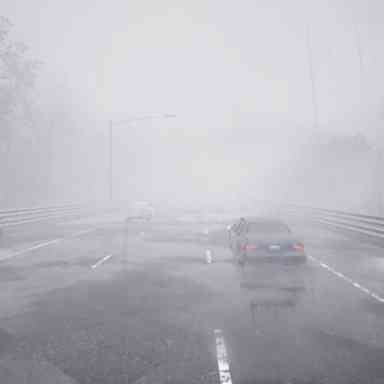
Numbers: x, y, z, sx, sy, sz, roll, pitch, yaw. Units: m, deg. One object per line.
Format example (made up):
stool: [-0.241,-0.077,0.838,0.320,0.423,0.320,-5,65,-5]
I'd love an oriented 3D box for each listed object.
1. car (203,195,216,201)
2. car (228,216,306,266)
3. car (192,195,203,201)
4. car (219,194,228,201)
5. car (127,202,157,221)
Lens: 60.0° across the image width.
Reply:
car: [4.530,1.677,85.760,1.895,1.301,4.718,0,0,7]
car: [2.333,1.550,11.492,2.033,1.411,5.357,0,0,2]
car: [1.000,1.622,85.724,2.033,1.411,5.357,0,0,7]
car: [8.096,1.437,86.087,2.097,1.767,4.553,0,0,7]
car: [-4.042,1.539,27.090,1.812,1.442,4.674,0,0,3]
